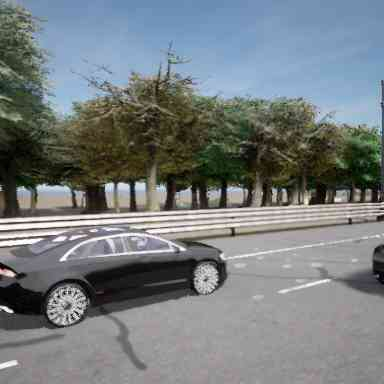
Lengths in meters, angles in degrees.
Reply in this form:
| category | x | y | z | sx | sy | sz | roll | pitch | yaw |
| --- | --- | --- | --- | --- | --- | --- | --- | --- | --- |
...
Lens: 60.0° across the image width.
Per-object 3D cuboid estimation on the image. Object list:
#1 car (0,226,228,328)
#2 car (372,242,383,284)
| category | x | y | z | sx | sy | sz | roll | pitch | yaw |
| --- | --- | --- | --- | --- | --- | --- | --- | --- | --- |
| car | -1.417 | 1.476 | 6.977 | 4.902 | 1.511 | 2.128 | 0 | 0 | -35 |
| car | 6.266 | 1.466 | 8.040 | 4.892 | 1.490 | 1.837 | 0 | 0 | -34 |
